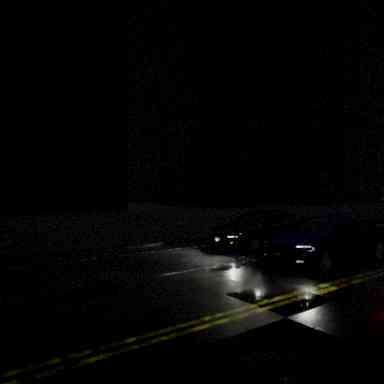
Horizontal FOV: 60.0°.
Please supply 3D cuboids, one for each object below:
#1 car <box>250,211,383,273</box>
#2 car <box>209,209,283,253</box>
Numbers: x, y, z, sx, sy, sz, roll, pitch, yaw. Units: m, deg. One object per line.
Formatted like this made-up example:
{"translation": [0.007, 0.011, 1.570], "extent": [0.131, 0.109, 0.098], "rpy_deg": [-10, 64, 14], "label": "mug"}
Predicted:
{"translation": [4.434, 1.483, 10.844], "extent": [5.008, 1.535, 1.882], "rpy_deg": [0, 0, -36], "label": "car"}
{"translation": [2.903, 1.509, 13.745], "extent": [4.892, 1.490, 1.837], "rpy_deg": [0, 0, -36], "label": "car"}
